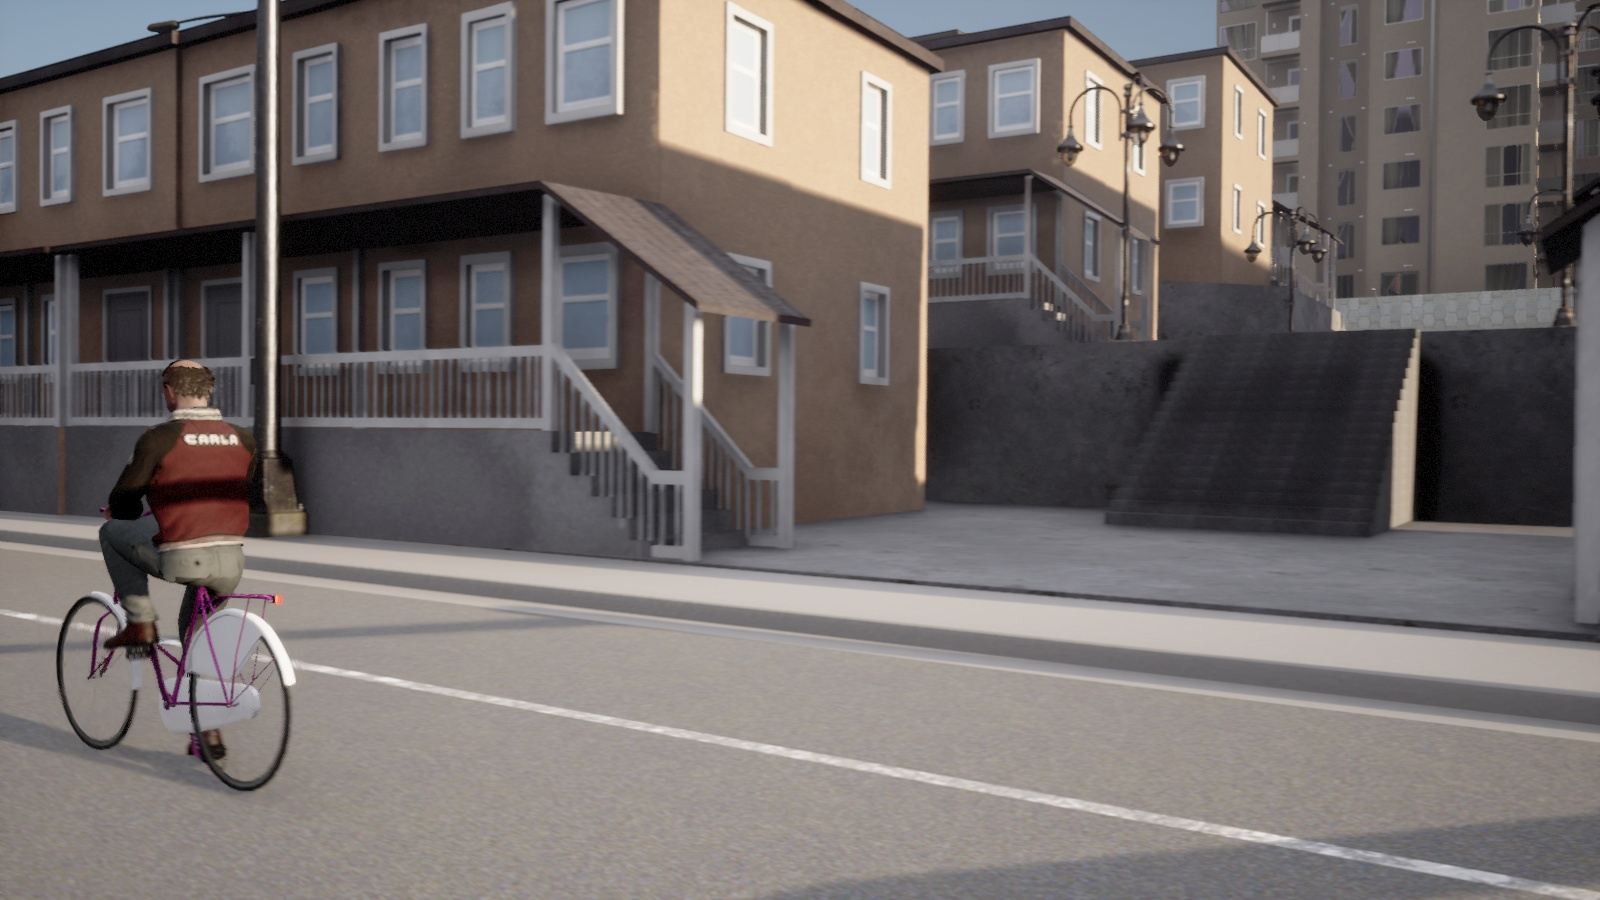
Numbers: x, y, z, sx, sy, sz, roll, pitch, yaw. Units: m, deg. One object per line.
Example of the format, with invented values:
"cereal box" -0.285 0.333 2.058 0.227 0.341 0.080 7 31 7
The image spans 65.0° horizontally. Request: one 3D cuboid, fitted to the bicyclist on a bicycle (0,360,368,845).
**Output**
"bicyclist on a bicycle" -2.728 0.553 5.388 1.843 1.776 0.659 0 1 34
